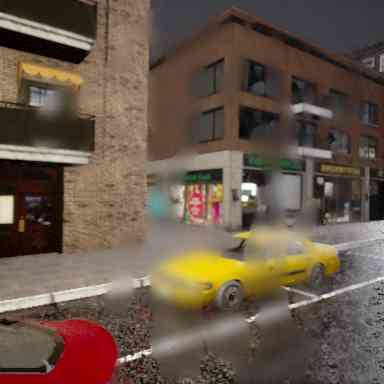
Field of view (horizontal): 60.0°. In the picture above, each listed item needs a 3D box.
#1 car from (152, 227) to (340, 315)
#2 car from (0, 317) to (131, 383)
[{"bbox_3d":[1.447,1.517,7.572,4.829,1.417,1.752,0,1,-35],"label":"car"},{"bbox_3d":[-2.532,1.528,1.572,4.674,1.442,1.812,0,0,-36],"label":"car"}]
